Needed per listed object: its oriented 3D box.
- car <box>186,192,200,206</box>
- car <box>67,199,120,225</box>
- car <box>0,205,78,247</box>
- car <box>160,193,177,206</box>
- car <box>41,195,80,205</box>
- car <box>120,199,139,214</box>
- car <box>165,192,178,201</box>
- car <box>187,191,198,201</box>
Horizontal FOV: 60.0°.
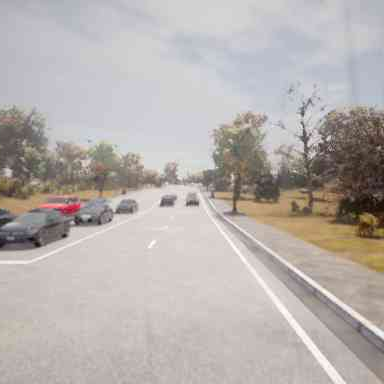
[{"bbox_3d":[0.105,1.201,47.273,1.895,1.301,4.718,0,3,0],"label":"car"},{"bbox_3d":[-7.097,1.555,24.546,2.128,1.511,4.902,0,0,0],"label":"car"},{"bbox_3d":[-7.100,1.566,15.350,1.812,1.442,4.674,0,0,0],"label":"car"},{"bbox_3d":[-3.397,1.130,46.763,1.837,1.490,4.892,0,3,0],"label":"car"},{"bbox_3d":[-10.593,1.291,26.755,2.150,2.045,5.566,0,0,-1],"label":"car"},{"bbox_3d":[-7.083,1.522,36.776,1.837,1.490,4.892,0,1,0],"label":"car"},{"bbox_3d":[-3.491,0.738,56.698,1.895,1.301,4.718,0,3,0],"label":"car"},{"bbox_3d":[0.013,0.641,57.147,1.812,1.442,4.674,0,3,0],"label":"car"}]
